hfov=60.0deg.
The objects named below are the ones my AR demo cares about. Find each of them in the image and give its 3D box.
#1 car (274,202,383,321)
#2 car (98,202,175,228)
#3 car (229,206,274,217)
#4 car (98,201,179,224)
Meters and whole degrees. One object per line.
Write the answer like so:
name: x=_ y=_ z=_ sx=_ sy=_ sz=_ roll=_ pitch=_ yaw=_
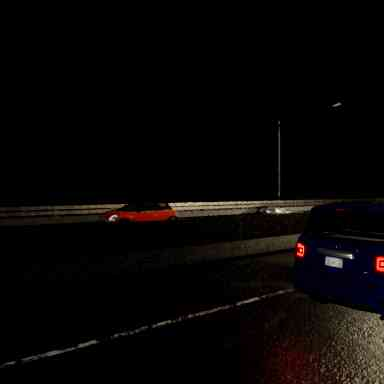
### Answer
car: x=4.452 y=1.219 z=6.917 sx=5.566 sy=2.045 sz=2.150 roll=0 pitch=0 yaw=-36
car: x=-3.738 y=1.501 z=22.822 sx=4.892 sy=1.490 sz=1.837 roll=0 pitch=0 yaw=-36
car: x=4.398 y=1.542 z=20.027 sx=5.357 sy=1.411 sz=2.033 roll=0 pitch=0 yaw=-36
car: x=-3.029 y=1.349 z=19.029 sx=4.553 sy=1.767 sz=2.097 roll=0 pitch=0 yaw=-36
